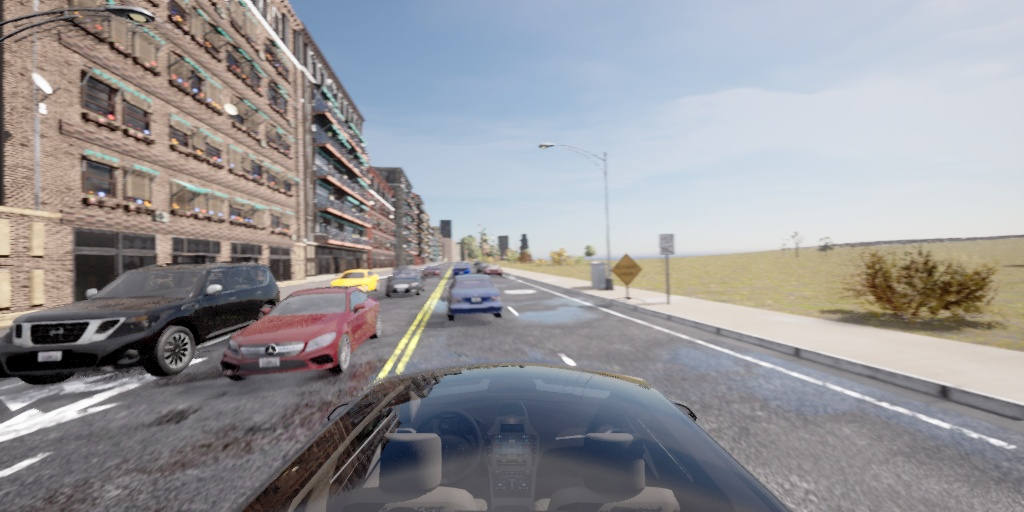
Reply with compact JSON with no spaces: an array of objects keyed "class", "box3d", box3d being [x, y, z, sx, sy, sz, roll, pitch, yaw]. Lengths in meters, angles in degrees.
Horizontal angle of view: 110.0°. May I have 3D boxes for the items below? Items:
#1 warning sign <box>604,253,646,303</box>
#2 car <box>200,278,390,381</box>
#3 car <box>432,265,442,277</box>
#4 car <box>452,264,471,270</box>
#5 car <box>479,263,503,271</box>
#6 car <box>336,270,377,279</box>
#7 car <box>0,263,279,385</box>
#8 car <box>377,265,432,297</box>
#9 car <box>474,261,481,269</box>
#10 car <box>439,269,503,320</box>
[{"class":"warning sign","box3d":[4.499,0.810,13.938,1.300,1.860,1.060,0,0,-9]},{"class":"car","box3d":[-4.144,1.423,7.896,1.812,1.442,4.674,-2,0,-9]},{"class":"car","box3d":[-9.258,1.801,41.738,1.994,1.385,4.181,-2,0,-9]},{"class":"car","box3d":[-5.541,1.596,39.362,1.882,1.535,5.008,-2,0,-8]},{"class":"car","box3d":[-2.121,1.620,38.447,1.895,1.301,4.718,-2,0,-8]},{"class":"car","box3d":[-9.648,1.612,22.301,1.882,1.535,5.008,-2,0,-9]},{"class":"car","box3d":[-7.488,1.213,8.208,2.150,2.045,5.566,-2,0,-9]},{"class":"car","box3d":[-6.198,1.521,21.241,2.128,1.511,4.902,-2,0,-9]},{"class":"car","box3d":[-3.903,1.696,49.831,1.994,1.385,4.181,-2,0,-8]},{"class":"car","box3d":[-1.472,1.403,13.406,2.033,1.411,5.357,-2,0,-9]}]
